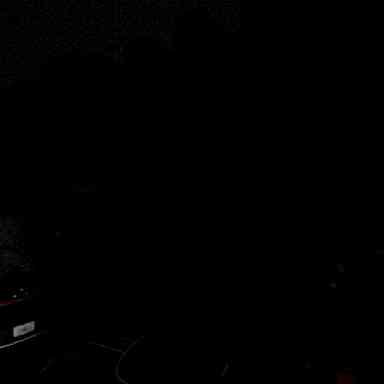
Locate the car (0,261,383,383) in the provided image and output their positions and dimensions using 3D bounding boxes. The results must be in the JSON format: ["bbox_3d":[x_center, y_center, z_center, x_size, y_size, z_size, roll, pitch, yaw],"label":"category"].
[{"bbox_3d":[0.562,1.440,2.384,4.097,1.590,1.967,0,1,35],"label":"car"}]

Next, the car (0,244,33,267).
[{"bbox_3d":[-3.960,1.548,5.593,4.403,1.369,2.008,0,1,35],"label":"car"}]
